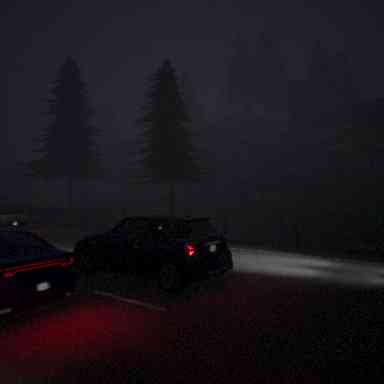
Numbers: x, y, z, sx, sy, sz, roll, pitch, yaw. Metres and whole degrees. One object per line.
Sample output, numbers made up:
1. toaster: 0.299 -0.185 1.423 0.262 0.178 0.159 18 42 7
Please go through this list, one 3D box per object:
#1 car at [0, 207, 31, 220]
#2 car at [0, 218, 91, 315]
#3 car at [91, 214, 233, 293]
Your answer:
1. car: -12.551 1.635 21.553 4.718 1.301 1.895 0 0 36
2. car: -4.639 1.515 7.304 5.008 1.535 1.882 0 0 36
3. car: -1.234 1.382 9.173 4.553 1.767 2.097 0 0 36
